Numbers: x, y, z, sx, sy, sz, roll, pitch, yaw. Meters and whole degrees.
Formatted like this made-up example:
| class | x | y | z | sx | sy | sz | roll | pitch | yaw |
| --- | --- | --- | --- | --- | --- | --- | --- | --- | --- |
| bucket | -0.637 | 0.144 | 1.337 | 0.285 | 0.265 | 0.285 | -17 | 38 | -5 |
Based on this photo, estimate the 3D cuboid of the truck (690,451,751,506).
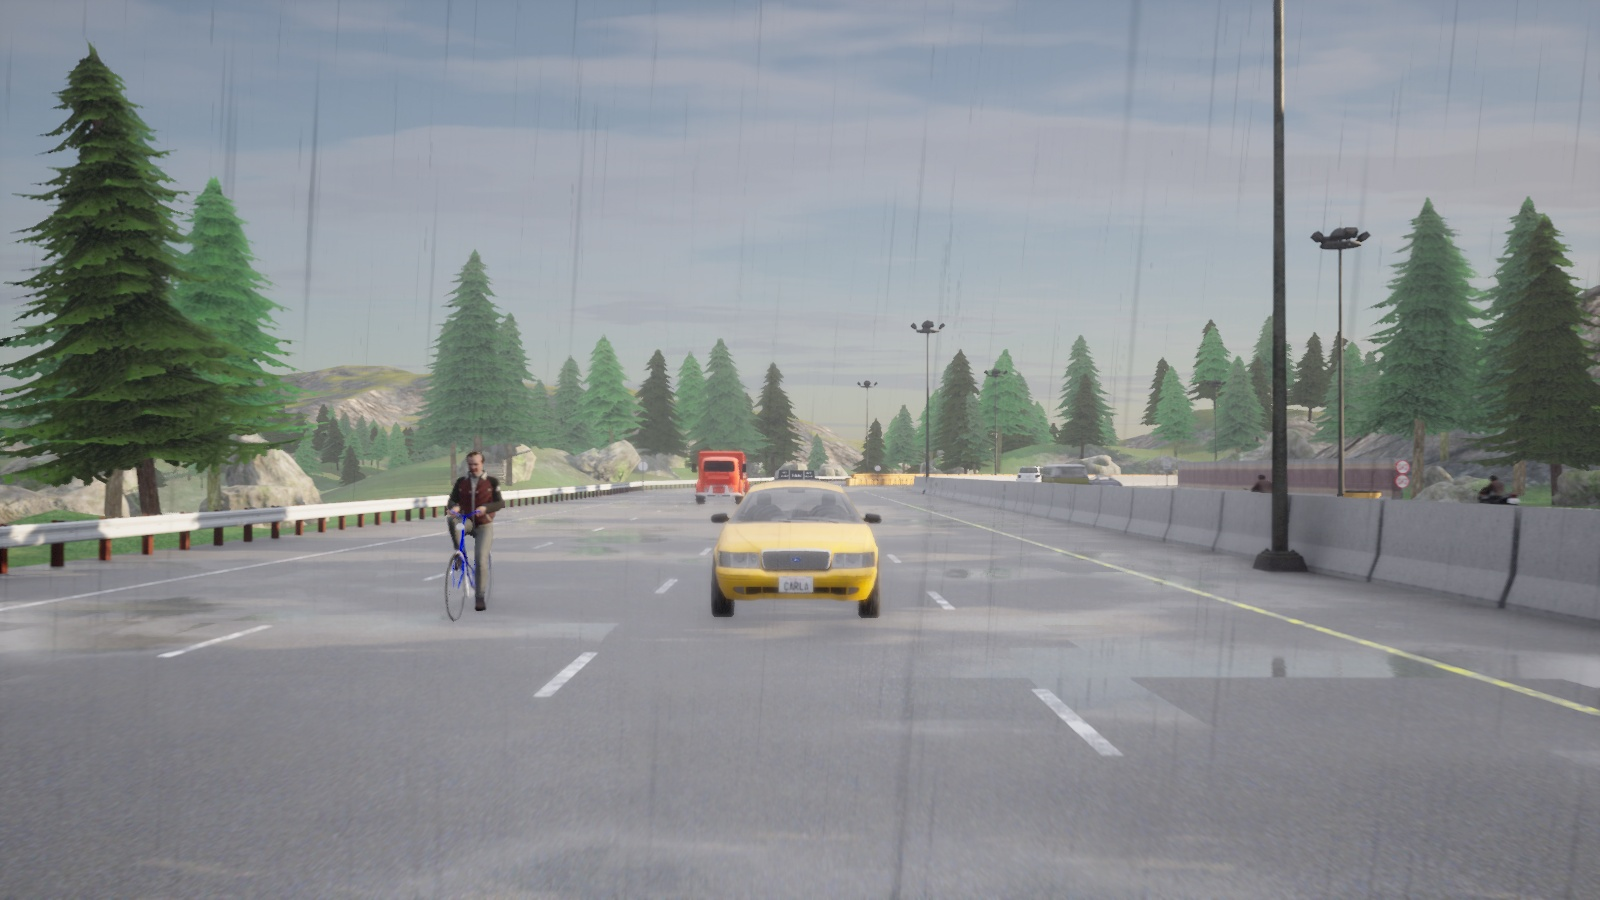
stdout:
| class | x | y | z | sx | sy | sz | roll | pitch | yaw |
| --- | --- | --- | --- | --- | --- | --- | --- | --- | --- |
| truck | -3.703 | 1.344 | 59.496 | 2.627 | 2.467 | 5.204 | 0 | -1 | 0 |

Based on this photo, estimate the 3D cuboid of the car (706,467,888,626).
| class | x | y | z | sx | sy | sz | roll | pitch | yaw |
| --- | --- | --- | --- | --- | --- | --- | --- | --- | --- |
| car | -0.036 | 1.008 | 15.182 | 1.801 | 1.575 | 5.366 | 0 | -1 | 0 |

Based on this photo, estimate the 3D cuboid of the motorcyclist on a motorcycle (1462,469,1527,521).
| class | x | y | z | sx | sy | sz | roll | pitch | yaw |
| --- | --- | --- | --- | --- | --- | --- | --- | --- | --- |
| motorcyclist on a motorcycle | 20.909 | 1.346 | 37.855 | 0.797 | 1.523 | 2.044 | 0 | -1 | 0 |

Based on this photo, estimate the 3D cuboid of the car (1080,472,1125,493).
| class | x | y | z | sx | sy | sz | roll | pitch | yaw |
| --- | --- | --- | --- | --- | --- | --- | --- | --- | --- |
| car | 20.665 | 2.234 | 85.943 | 1.994 | 1.385 | 4.181 | 0 | -1 | 0 |

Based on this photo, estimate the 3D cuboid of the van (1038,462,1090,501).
| class | x | y | z | sx | sy | sz | roll | pitch | yaw |
| --- | --- | --- | --- | --- | --- | --- | --- | --- | --- |
| van | 13.768 | 1.613 | 65.689 | 1.775 | 1.987 | 4.442 | 0 | -1 | 0 |

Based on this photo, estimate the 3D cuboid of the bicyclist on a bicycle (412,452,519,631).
| class | x | y | z | sx | sy | sz | roll | pitch | yaw |
| --- | --- | --- | --- | --- | --- | --- | --- | --- | --- |
| bicyclist on a bicycle | -3.532 | 0.924 | 13.417 | 0.659 | 1.776 | 1.843 | 0 | -1 | 0 |
